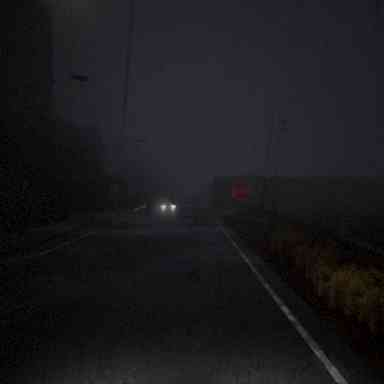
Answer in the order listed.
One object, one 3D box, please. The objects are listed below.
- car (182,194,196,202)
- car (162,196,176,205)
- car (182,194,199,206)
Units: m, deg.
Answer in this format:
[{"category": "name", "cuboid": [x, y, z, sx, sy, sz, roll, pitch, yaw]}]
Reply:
[{"category": "car", "cuboid": [-0.598, 1.124, 63.354, 1.812, 1.442, 4.674, 0, 0, -13]}, {"category": "car", "cuboid": [-3.513, 1.280, 51.265, 1.895, 1.301, 4.718, 0, 0, 0]}, {"category": "car", "cuboid": [0.026, 1.239, 49.187, 2.033, 1.411, 5.357, 0, 0, 1]}]
